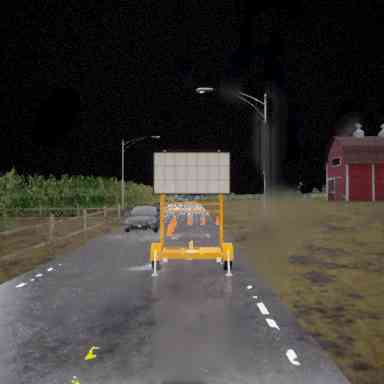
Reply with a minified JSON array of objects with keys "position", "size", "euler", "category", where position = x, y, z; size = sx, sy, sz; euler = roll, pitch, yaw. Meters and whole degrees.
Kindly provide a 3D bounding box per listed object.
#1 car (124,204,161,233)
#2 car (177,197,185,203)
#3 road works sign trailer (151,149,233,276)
[{"position":[-2.773,1.538,19.933],"size":[1.837,1.490,4.892],"euler":[0,0,0],"category":"car"},{"position":[-2.859,2.109,84.544],"size":[1.837,1.490,4.892],"euler":[0,-1,0],"category":"car"},{"position":[-0.007,0.477,10.382],"size":[2.380,3.560,2.880],"euler":[0,0,0],"category":"road works sign trailer"}]
